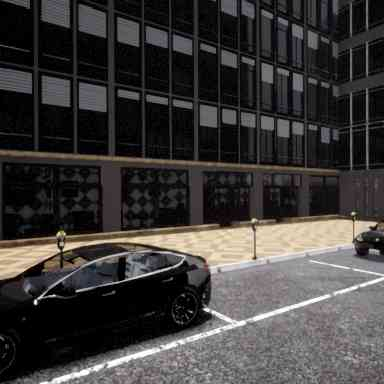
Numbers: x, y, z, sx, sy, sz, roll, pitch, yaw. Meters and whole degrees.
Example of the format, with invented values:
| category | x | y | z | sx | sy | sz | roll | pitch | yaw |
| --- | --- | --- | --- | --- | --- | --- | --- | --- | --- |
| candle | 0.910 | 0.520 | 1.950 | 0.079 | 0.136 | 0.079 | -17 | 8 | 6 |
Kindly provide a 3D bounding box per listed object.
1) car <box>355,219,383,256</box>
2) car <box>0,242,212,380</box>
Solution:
| category | x | y | z | sx | sy | sz | roll | pitch | yaw |
| --- | --- | --- | --- | --- | --- | --- | --- | --- | --- |
| car | 7.657 | 1.564 | 11.993 | 4.313 | 1.339 | 1.947 | 0 | 0 | -35 |
| car | -1.632 | 1.566 | 5.395 | 4.313 | 1.339 | 1.947 | 0 | 0 | -35 |
